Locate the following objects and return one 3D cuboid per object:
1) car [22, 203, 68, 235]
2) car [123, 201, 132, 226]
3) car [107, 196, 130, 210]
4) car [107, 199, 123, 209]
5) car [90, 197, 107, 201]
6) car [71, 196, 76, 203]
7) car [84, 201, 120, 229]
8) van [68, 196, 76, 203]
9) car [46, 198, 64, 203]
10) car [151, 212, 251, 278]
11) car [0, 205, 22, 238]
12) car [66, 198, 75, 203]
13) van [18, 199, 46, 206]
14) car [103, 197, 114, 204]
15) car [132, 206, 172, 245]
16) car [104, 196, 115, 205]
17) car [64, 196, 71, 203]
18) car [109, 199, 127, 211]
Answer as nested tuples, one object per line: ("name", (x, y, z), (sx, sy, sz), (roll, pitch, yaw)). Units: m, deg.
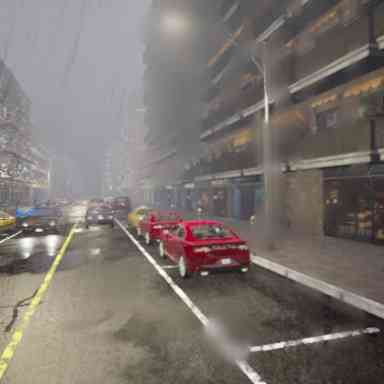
("car", (-8.856, 1.654, 20.174), (2.033, 1.411, 5.357), (-1, 0, -16))
("car", (-3.104, 1.541, 21.079), (1.752, 1.417, 4.829), (-1, 0, -17))
("car", (-7.906, 1.400, 37.193), (2.192, 1.841, 5.009), (-1, 0, -17))
("car", (-11.133, 1.690, 48.046), (2.008, 1.369, 4.403), (-1, 0, -17))
("car", (-10.864, 1.484, 37.932), (2.097, 1.767, 4.553), (-1, 0, -16))
("car", (-28.865, 2.043, 78.235), (1.802, 1.307, 4.206), (-1, 0, -17))
("car", (-6.264, 1.611, 22.551), (2.033, 1.411, 5.357), (-1, 0, -17))
("van", (-32.102, 1.881, 89.088), (1.690, 1.788, 3.998), (-1, 0, -17))
("car", (-19.173, 1.707, 45.677), (1.967, 1.590, 4.097), (-1, 0, -17))
("car", (0.178, 1.525, 10.063), (1.887, 1.381, 4.507), (-1, 0, -17))
("car", (-11.043, 1.667, 18.383), (1.752, 1.417, 4.829), (-1, 0, -17))
("car", (-30.480, 2.082, 83.661), (1.802, 1.307, 4.206), (-1, 0, -17))
("van", (-14.327, 1.528, 29.398), (1.690, 1.788, 3.998), (-1, 0, -17))
("car", (-17.595, 1.827, 69.749), (1.947, 1.339, 4.313), (-1, 0, -17))
("car", (-1.439, 1.541, 15.493), (1.887, 1.381, 4.507), (-1, 0, -17))
("car", (-15.983, 1.668, 64.325), (1.967, 1.590, 4.097), (-1, 0, -17))
("car", (-23.970, 1.880, 61.794), (1.752, 1.417, 4.829), (-1, 0, -17))
("car", (-9.517, 1.663, 42.620), (2.008, 1.369, 4.403), (-1, 0, -17))
